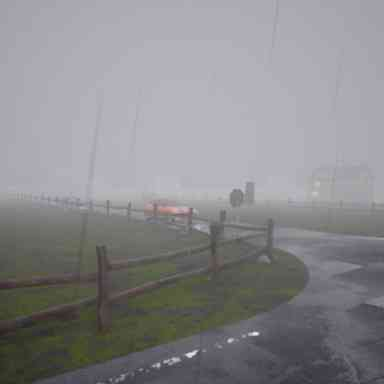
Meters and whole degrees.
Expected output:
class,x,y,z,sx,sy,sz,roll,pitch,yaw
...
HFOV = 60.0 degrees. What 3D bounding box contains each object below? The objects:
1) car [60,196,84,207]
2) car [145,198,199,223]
class,x,y,z,sx,sy,sz,roll,pitch,yaw
car,-15.532,1.209,42.903,2.033,1.411,5.357,1,0,-36
car,-1.469,1.267,23.712,2.097,1.767,4.553,1,0,-36
